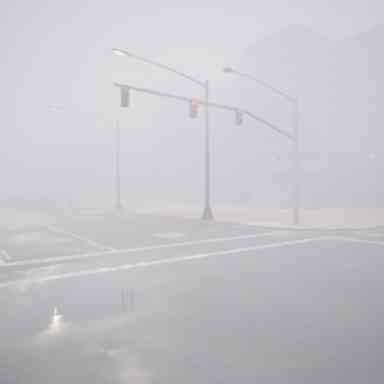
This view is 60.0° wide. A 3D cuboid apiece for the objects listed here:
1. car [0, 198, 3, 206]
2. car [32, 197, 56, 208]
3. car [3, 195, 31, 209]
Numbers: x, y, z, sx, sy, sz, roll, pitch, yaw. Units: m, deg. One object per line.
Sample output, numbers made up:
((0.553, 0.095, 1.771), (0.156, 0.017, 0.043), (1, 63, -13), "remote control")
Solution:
((-29.541, 1.565, 53.259), (1.895, 1.301, 4.718), (0, 0, -35), "car")
((-20.302, 1.436, 46.267), (2.128, 1.511, 4.902), (0, 0, -35), "car")
((-23.687, 1.316, 44.989), (2.097, 1.767, 4.553), (0, 0, -35), "car")
